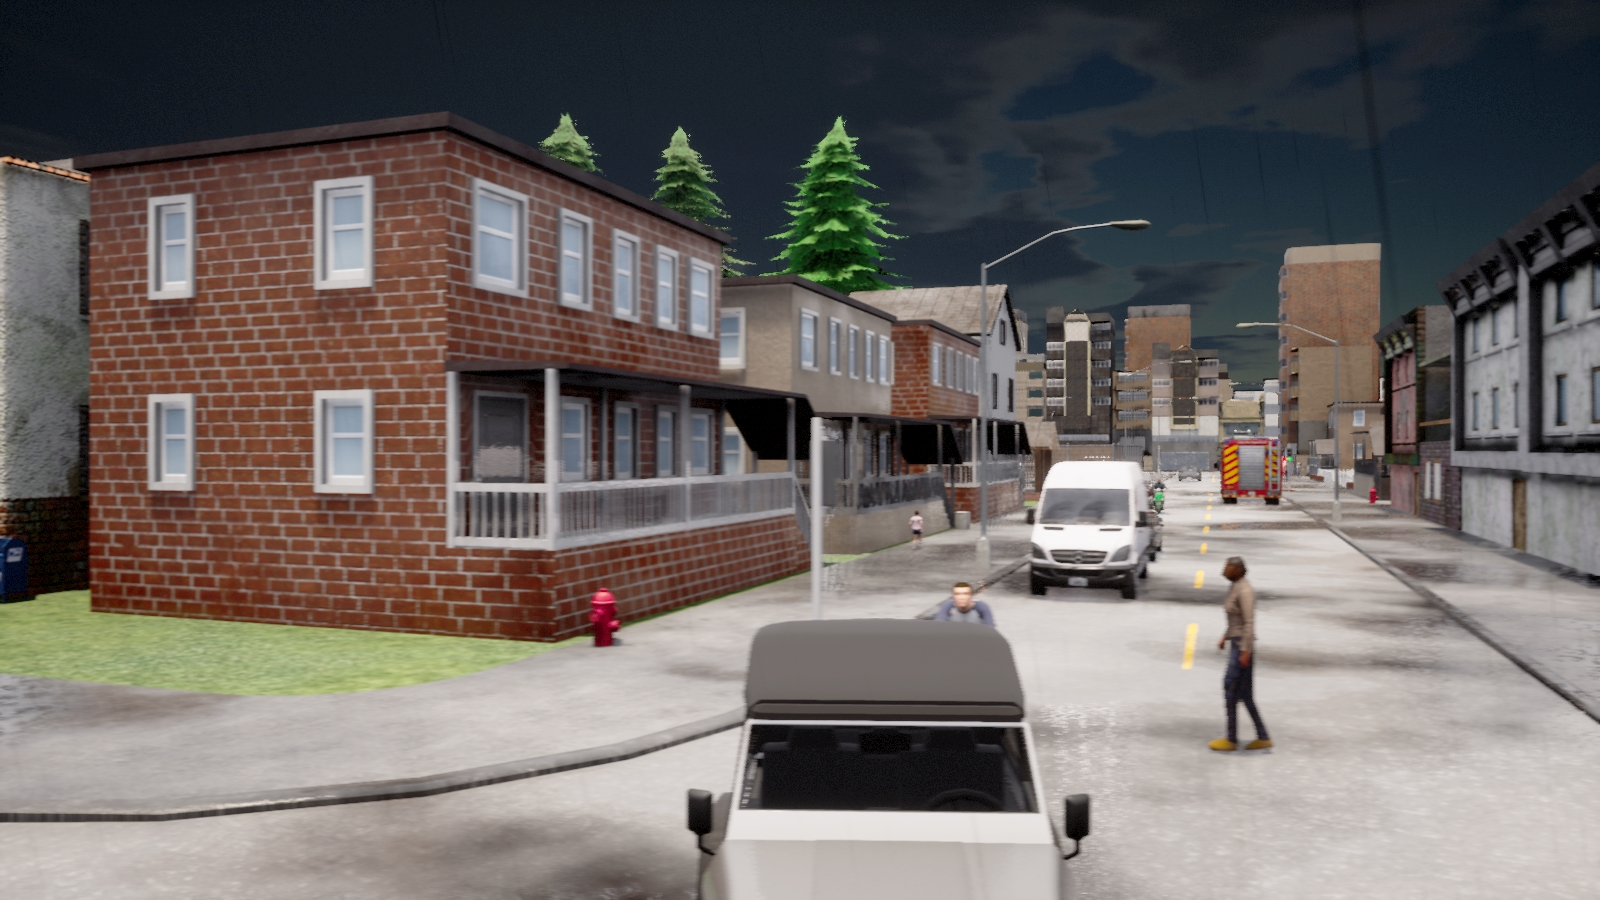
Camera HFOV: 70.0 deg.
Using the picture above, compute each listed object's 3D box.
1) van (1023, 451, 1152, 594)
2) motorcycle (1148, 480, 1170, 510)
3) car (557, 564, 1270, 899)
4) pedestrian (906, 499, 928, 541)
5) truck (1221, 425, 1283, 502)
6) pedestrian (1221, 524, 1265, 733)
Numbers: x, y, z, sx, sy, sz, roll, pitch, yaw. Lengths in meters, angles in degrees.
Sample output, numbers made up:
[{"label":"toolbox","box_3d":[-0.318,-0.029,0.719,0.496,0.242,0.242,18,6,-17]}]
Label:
[{"label":"van","box_3d":[6.097,1.314,23.664,1.988,2.561,5.915,0,0,20]},{"label":"motorcycle","box_3d":[15.721,1.962,50.019,0.856,1.236,1.805,0,0,20]},{"label":"car","box_3d":[0.378,1.637,4.994,1.905,1.878,3.866,0,0,3]},{"label":"pedestrian","box_3d":[3.180,1.904,30.971,0.500,1.100,0.500,0,0,18]},{"label":"truck","box_3d":[24.320,0.671,61.756,2.891,3.827,8.468,0,0,20]},{"label":"pedestrian","box_3d":[4.089,1.628,10.566,0.375,1.860,0.375,0,0,20]}]
